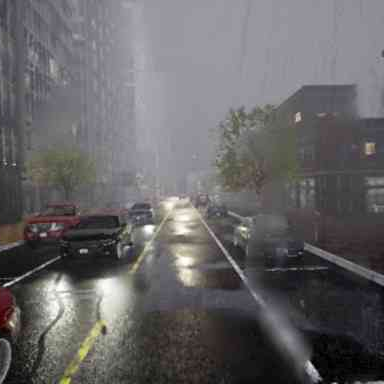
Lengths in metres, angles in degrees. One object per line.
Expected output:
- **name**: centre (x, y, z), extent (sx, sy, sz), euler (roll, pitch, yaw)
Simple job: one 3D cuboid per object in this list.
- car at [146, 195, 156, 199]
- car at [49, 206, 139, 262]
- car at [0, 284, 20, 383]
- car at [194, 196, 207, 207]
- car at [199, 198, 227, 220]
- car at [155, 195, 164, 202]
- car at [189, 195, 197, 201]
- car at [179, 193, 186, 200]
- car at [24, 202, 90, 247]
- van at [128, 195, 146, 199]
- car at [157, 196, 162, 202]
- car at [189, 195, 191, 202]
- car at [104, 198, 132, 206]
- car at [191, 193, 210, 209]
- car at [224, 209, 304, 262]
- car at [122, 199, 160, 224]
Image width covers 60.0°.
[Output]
- **car**: centre (-7.155, 1.431, 50.183), extent (2.192, 1.841, 5.009), euler (-2, 0, -2)
- **car**: centre (-3.415, 1.544, 12.726), extent (1.882, 1.535, 5.008), euler (-1, 0, -2)
- **car**: centre (-3.097, 1.596, 2.495), extent (1.812, 1.442, 4.674), euler (-1, 0, 0)
- **car**: centre (1.222, 1.425, 50.596), extent (1.752, 1.417, 4.829), euler (-2, 0, -2)
- **car**: centre (1.930, 1.461, 27.564), extent (2.008, 1.369, 4.403), euler (-2, 0, -2)
- **car**: centre (-8.144, 1.624, 83.208), extent (1.752, 1.417, 4.829), euler (-2, 0, -2)
- **car**: centre (0.226, 1.448, 83.618), extent (1.947, 1.339, 4.313), euler (-2, 0, -2)
- **car**: centre (-2.666, 1.470, 90.639), extent (1.812, 1.442, 4.674), euler (-1, 0, -2)
- **car**: centre (-6.233, 1.450, 16.260), extent (2.192, 1.841, 5.009), euler (-2, 0, -2)
- **van**: centre (-6.821, 1.462, 39.119), extent (1.690, 1.788, 3.998), euler (-2, 0, -2)
- **car**: centre (-7.648, 1.652, 66.781), extent (1.887, 1.381, 4.507), euler (-2, 0, -2)
- **car**: centre (0.550, 1.203, 72.555), extent (2.192, 1.841, 5.009), euler (-2, 0, -2)
- **car**: centre (-6.472, 1.567, 27.327), extent (1.967, 1.590, 4.097), euler (-2, 0, -2)
- **car**: centre (1.385, 1.217, 44.894), extent (2.192, 1.841, 5.009), euler (-2, 0, -2)
- **car**: centre (2.526, 1.465, 11.707), extent (2.008, 1.369, 4.403), euler (-2, 0, -2)
- **car**: centre (-3.781, 1.566, 25.347), extent (1.837, 1.490, 4.892), euler (-1, 0, -2)
